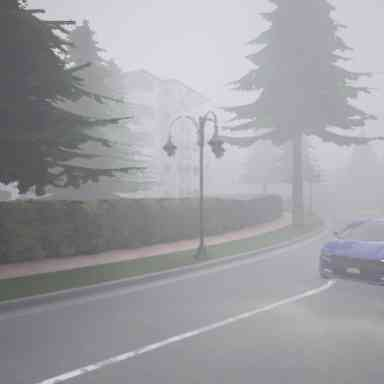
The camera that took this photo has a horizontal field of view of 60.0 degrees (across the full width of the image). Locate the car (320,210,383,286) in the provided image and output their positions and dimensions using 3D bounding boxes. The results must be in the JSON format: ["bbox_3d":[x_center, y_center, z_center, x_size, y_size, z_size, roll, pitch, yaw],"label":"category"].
[{"bbox_3d":[5.250,1.499,9.384,1.882,1.535,5.008,0,0,41],"label":"car"}]

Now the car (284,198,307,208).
[{"bbox_3d":[15.907,1.685,51.477,1.837,1.490,4.892,0,-1,-9],"label":"car"}]

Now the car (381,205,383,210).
[{"bbox_3d":[19.964,1.544,32.127,2.128,1.511,4.902,0,0,10],"label":"car"}]
